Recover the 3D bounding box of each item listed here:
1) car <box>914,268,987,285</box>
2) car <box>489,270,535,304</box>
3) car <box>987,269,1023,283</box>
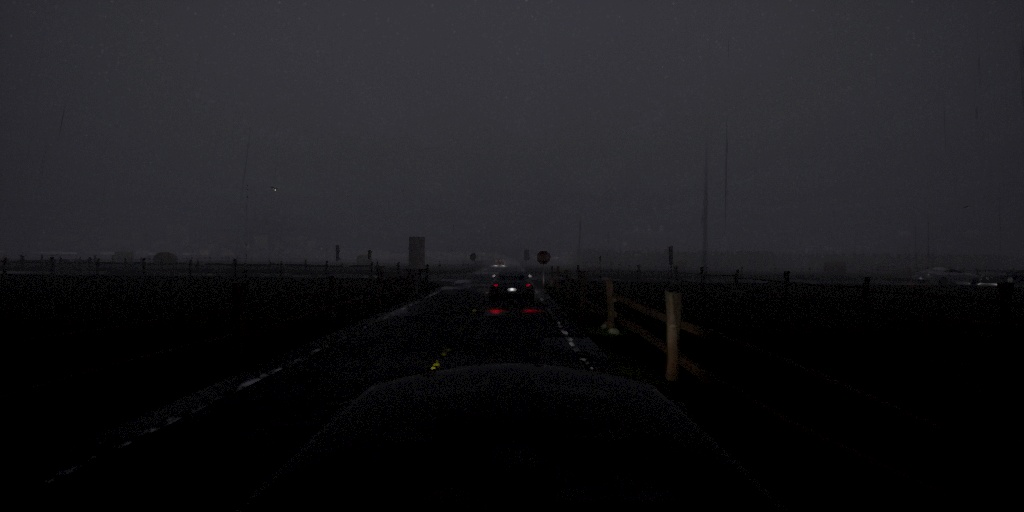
[{"bbox_3d":[39.220,1.812,32.393,4.674,1.442,1.812,1,-1,-1],"label":"car"},{"bbox_3d":[0.000,1.327,16.501,1.994,1.385,4.181,0,0,0],"label":"car"},{"bbox_3d":[49.187,2.020,35.257,4.892,1.490,1.837,1,-1,-1],"label":"car"}]
